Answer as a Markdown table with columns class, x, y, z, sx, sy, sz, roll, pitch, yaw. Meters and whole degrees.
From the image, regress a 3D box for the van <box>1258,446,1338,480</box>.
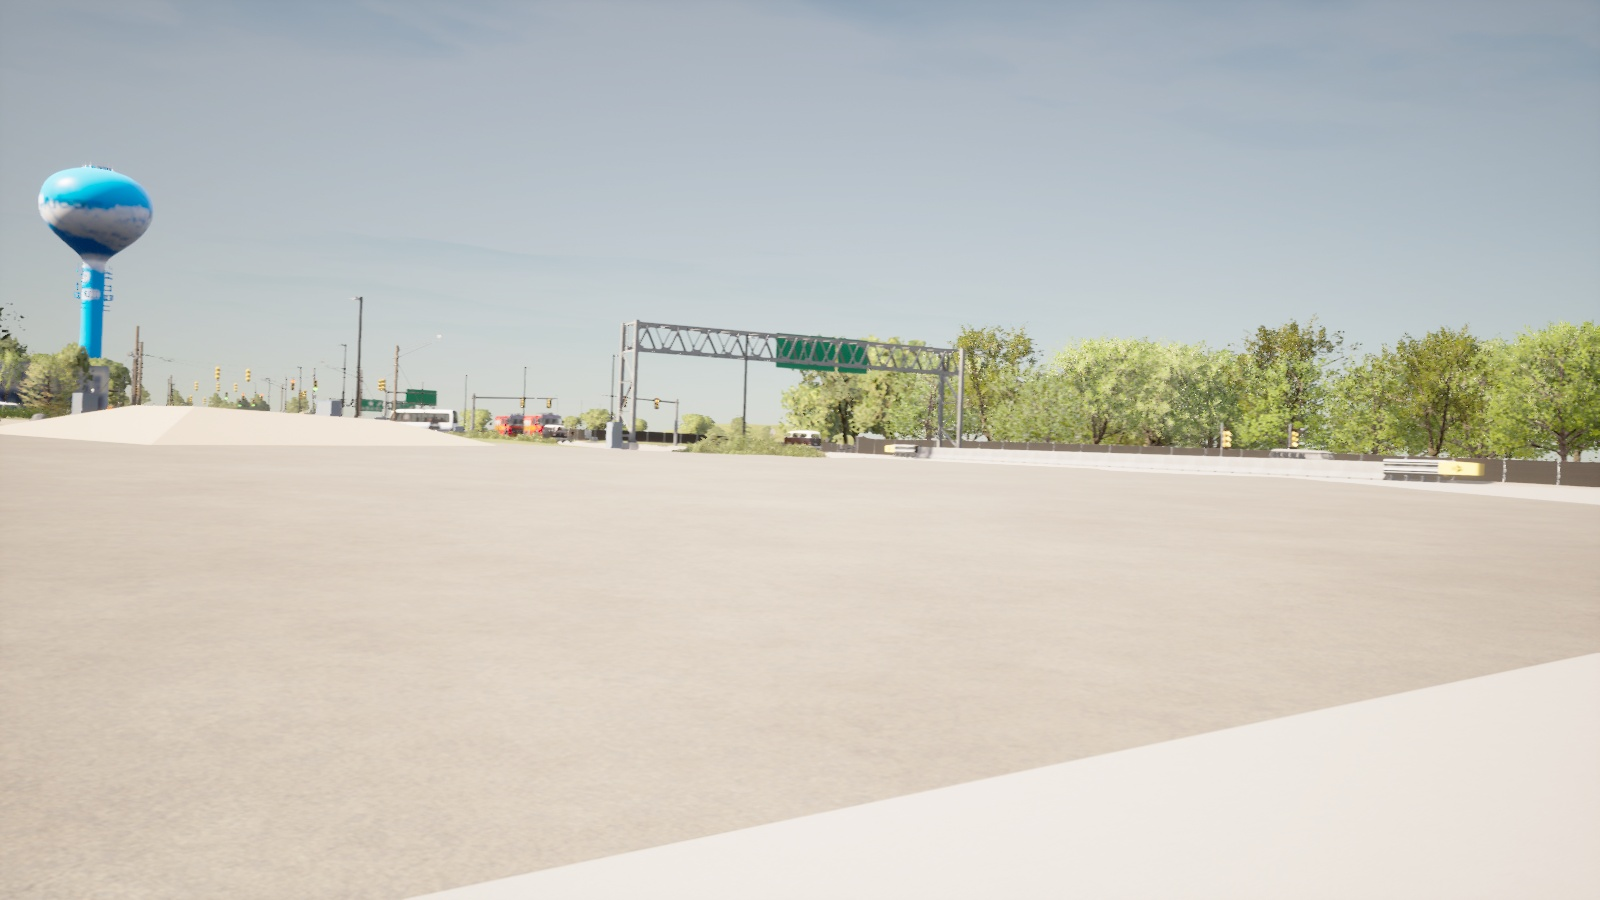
| class | x | y | z | sx | sy | sz | roll | pitch | yaw |
| --- | --- | --- | --- | --- | --- | --- | --- | --- | --- |
| van | 32.179 | 0.829 | 81.212 | 1.775 | 1.987 | 4.442 | 2 | 1 | -36 |
